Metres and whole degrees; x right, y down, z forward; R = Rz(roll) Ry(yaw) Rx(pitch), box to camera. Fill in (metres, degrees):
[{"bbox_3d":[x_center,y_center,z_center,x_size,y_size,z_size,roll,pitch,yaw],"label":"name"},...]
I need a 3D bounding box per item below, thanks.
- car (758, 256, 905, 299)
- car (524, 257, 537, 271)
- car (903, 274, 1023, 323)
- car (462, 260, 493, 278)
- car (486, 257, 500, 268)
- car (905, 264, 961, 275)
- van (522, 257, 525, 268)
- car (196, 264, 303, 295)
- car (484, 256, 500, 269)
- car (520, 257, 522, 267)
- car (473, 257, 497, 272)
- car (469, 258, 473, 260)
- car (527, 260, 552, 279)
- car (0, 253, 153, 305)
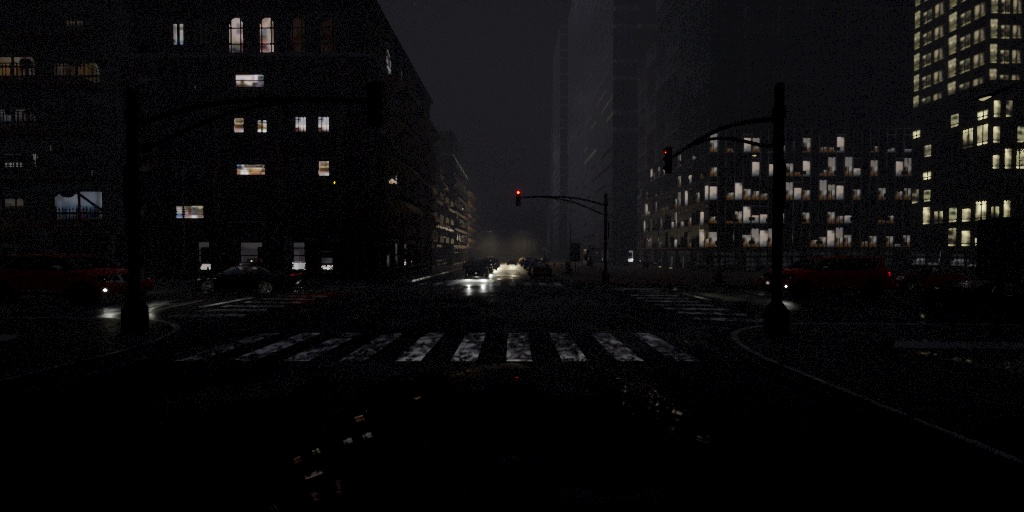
[{"bbox_3d":[15.701,1.020,18.099,5.566,2.045,2.150,0,1,1],"label":"car"},{"bbox_3d":[2.628,1.159,38.123,1.967,1.591,4.097,0,0,0],"label":"car"},{"bbox_3d":[16.706,1.445,12.181,4.403,1.370,2.007,0,0,1],"label":"car"},{"bbox_3d":[-3.115,1.290,32.816,1.994,1.385,4.181,0,0,0],"label":"car"},{"bbox_3d":[-3.107,1.037,60.698,2.097,1.767,4.553,0,0,0],"label":"car"},{"bbox_3d":[23.358,1.230,20.734,4.097,1.591,1.967,0,0,1],"label":"car"},{"bbox_3d":[2.619,1.045,49.415,1.690,1.789,3.998,0,0,0],"label":"van"},{"bbox_3d":[-13.445,1.153,18.484,4.902,1.511,2.128,0,1,1],"label":"car"},{"bbox_3d":[-3.123,1.054,50.791,2.097,1.767,4.553,0,0,0],"label":"car"},{"bbox_3d":[2.614,1.240,55.061,1.888,1.381,4.507,0,0,0],"label":"car"},{"bbox_3d":[-3.129,1.220,41.554,1.837,1.490,4.892,0,0,0],"label":"car"},{"bbox_3d":[-5.729,1.270,49.375,1.948,1.339,4.313,0,0,0],"label":"car"},{"bbox_3d":[2.632,1.272,32.477,1.888,1.381,4.507,0,0,0],"label":"car"},{"bbox_3d":[-18.851,0.911,15.342,5.566,2.045,2.150,0,1,1],"label":"car"}]
